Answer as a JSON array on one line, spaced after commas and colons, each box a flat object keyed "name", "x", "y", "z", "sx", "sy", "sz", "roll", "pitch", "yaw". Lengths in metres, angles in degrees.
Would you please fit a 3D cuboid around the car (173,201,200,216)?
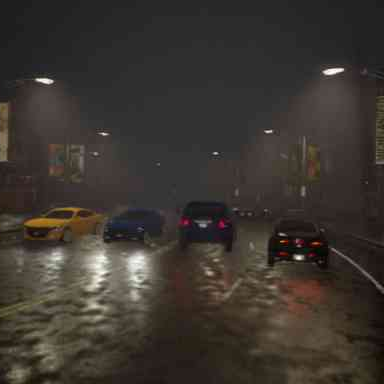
[{"name": "car", "x": -0.732, "y": 1.868, "z": 37.884, "sx": 1.837, "sy": 1.490, "sz": 4.892, "roll": 2, "pitch": -1, "yaw": -16}]

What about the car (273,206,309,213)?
[{"name": "car", "x": 8.176, "y": 2.021, "z": 26.318, "sx": 1.895, "sy": 1.301, "sz": 4.718, "roll": 1, "pitch": -1, "yaw": 0}]

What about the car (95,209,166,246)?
[{"name": "car", "x": -2.622, "y": 1.588, "z": 16.313, "sx": 1.882, "sy": 1.535, "sz": 5.008, "roll": 1, "pitch": -1, "yaw": 9}]

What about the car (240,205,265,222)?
[{"name": "car", "x": 4.543, "y": 1.944, "z": 30.694, "sx": 2.033, "sy": 1.411, "sz": 5.357, "roll": 1, "pitch": -1, "yaw": -8}]

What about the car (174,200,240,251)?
[{"name": "car", "x": 0.884, "y": 1.391, "z": 15.241, "sx": 2.150, "sy": 2.045, "sz": 5.566, "roll": 1, "pitch": -1, "yaw": 10}]

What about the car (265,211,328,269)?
[{"name": "car", "x": 3.728, "y": 1.701, "z": 12.103, "sx": 1.837, "sy": 1.490, "sz": 4.892, "roll": 2, "pitch": 0, "yaw": 14}]

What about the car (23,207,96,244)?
[{"name": "car", "x": -6.136, "y": 1.519, "z": 16.450, "sx": 1.882, "sy": 1.535, "sz": 5.008, "roll": 1, "pitch": -1, "yaw": 9}]
